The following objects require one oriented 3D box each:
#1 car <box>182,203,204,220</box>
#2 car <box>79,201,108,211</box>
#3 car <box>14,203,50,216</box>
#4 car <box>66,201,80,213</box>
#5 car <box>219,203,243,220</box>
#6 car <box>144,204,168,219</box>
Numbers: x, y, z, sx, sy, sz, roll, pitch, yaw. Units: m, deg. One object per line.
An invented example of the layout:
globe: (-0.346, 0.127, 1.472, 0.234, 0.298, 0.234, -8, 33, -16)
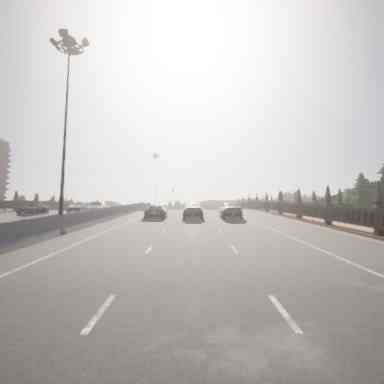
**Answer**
car: (0.097, 1.749, 31.215, 2.128, 1.511, 4.902, 0, 0, 0)
car: (-10.595, 1.830, 36.960, 1.812, 1.442, 4.674, 0, 0, 0)
car: (-17.593, 1.904, 36.856, 1.895, 1.301, 4.718, 0, 0, 0)
car: (-14.088, 1.893, 42.072, 2.033, 1.411, 5.357, 0, 0, 0)
car: (3.596, 1.749, 31.185, 2.128, 1.511, 4.902, 0, 0, 0)
car: (-3.403, 1.826, 31.794, 1.994, 1.385, 4.181, 0, 0, 0)
